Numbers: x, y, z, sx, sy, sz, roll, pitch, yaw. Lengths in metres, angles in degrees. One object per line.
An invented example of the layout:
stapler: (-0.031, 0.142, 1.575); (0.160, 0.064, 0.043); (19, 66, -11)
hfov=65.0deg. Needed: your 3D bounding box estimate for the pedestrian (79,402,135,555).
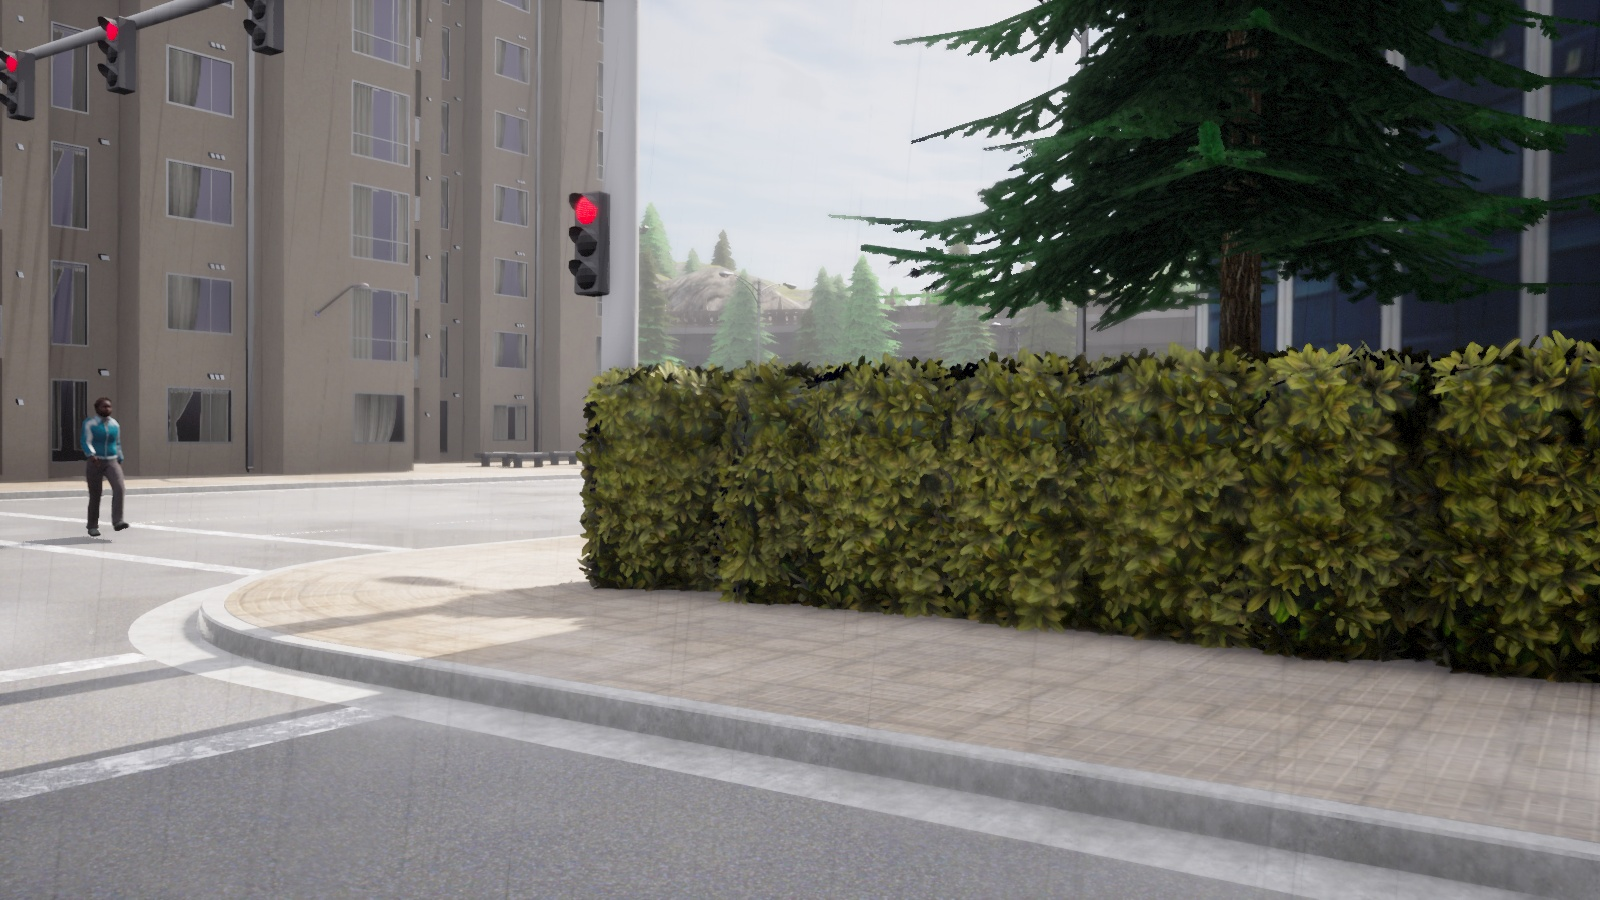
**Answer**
pedestrian: (-8.950, 0.360, 16.211); (0.692, 1.930, 0.396); (0, 1, 41)
